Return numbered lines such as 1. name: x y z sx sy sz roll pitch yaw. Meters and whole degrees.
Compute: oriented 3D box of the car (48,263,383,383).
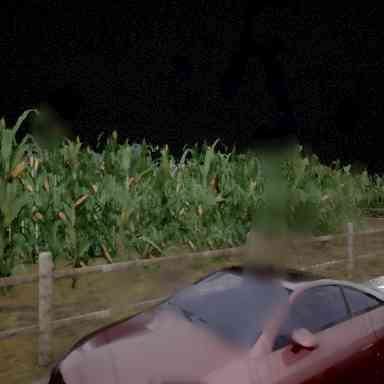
1. car: 0.722 1.565 3.588 4.181 1.385 1.994 0 0 -36
